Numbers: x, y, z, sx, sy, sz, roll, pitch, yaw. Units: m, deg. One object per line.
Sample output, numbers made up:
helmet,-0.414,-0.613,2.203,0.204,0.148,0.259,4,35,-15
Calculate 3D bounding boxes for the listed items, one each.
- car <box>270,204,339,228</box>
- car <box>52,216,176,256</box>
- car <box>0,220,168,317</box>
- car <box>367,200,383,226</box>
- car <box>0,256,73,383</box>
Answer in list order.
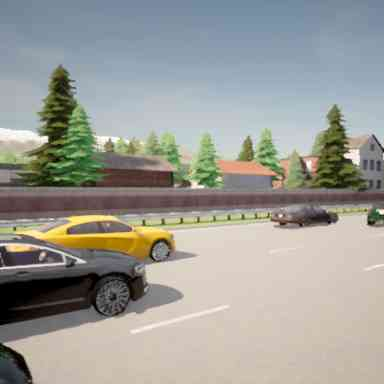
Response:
car,7.512,1.517,22.004,5.357,1.411,2.033,0,0,-36
car,-2.834,1.472,10.324,5.008,1.535,1.882,0,0,-35
car,-3.131,1.491,5.814,4.902,1.511,2.128,0,0,-35
car,13.630,1.312,22.070,4.553,1.767,2.097,0,0,-36
car,-3.300,1.495,1.395,4.902,1.511,2.128,0,0,-35
